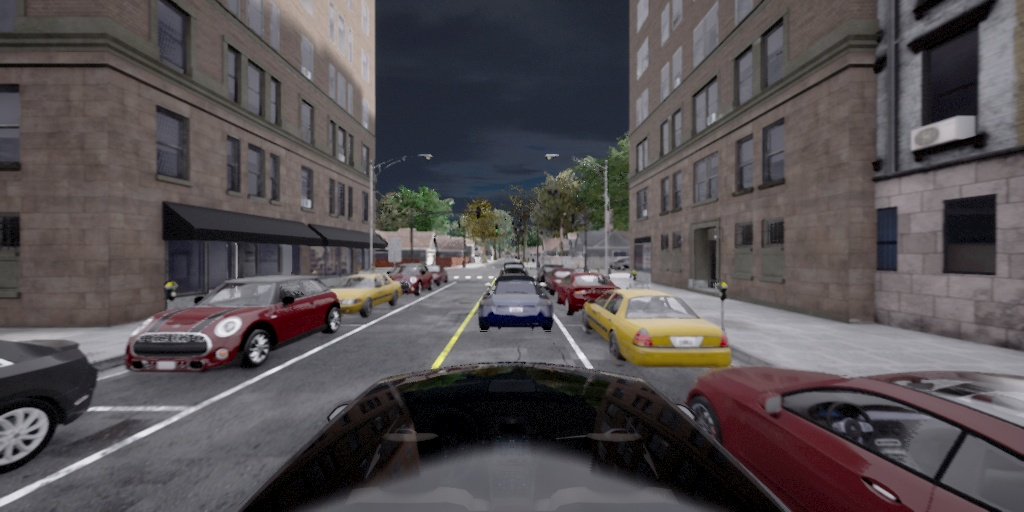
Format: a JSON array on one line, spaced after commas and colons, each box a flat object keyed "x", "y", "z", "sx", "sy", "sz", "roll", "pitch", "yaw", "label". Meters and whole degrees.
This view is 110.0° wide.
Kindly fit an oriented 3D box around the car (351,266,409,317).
[{"x": -5.379, "y": 1.236, "z": 12.926, "sx": 1.751, "sy": 1.417, "sz": 4.829, "roll": 0, "pitch": 0, "yaw": 0, "label": "car"}]

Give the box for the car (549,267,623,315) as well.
[{"x": 2.646, "y": 1.256, "z": 13.092, "sx": 1.888, "sy": 1.381, "sz": 4.507, "roll": 0, "pitch": 0, "yaw": 0, "label": "car"}]

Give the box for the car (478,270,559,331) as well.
[{"x": 0.104, "y": 1.282, "z": 10.852, "sx": 1.994, "sy": 1.385, "sz": 4.181, "roll": 0, "pitch": 0, "yaw": 0, "label": "car"}]

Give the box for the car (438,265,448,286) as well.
[{"x": -5.369, "y": 1.256, "z": 24.134, "sx": 1.802, "sy": 1.307, "sz": 4.207, "roll": 0, "pitch": 0, "yaw": 0, "label": "car"}]

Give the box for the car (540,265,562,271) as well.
[{"x": 2.651, "y": 1.274, "z": 18.610, "sx": 1.802, "sy": 1.307, "sz": 4.207, "roll": 0, "pitch": 0, "yaw": 0, "label": "car"}]

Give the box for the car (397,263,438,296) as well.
[{"x": -5.374, "y": 1.132, "z": 18.615, "sx": 1.967, "sy": 1.591, "sz": 4.097, "roll": 0, "pitch": 0, "yaw": 0, "label": "car"}]

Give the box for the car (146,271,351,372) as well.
[{"x": -5.383, "y": 1.169, "z": 7.577, "sx": 1.967, "sy": 1.591, "sz": 4.097, "roll": 0, "pitch": 0, "yaw": 0, "label": "car"}]

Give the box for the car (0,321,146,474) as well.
[{"x": -5.388, "y": 1.299, "z": 2.059, "sx": 2.007, "sy": 1.370, "sz": 4.403, "roll": 0, "pitch": 0, "yaw": 0, "label": "car"}]

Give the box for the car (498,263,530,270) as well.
[{"x": 0.117, "y": 1.178, "z": 24.204, "sx": 1.837, "sy": 1.490, "sz": 4.892, "roll": 0, "pitch": 0, "yaw": 0, "label": "car"}]

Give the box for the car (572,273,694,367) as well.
[{"x": 2.642, "y": 1.255, "z": 7.744, "sx": 1.751, "sy": 1.417, "sz": 4.829, "roll": 0, "pitch": 0, "yaw": 0, "label": "car"}]

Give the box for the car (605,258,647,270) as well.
[{"x": 14.959, "y": 1.005, "z": 47.092, "sx": 4.892, "sy": 1.490, "sz": 1.837, "roll": 0, "pitch": 0, "yaw": 0, "label": "car"}]

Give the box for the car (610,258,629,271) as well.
[{"x": 14.778, "y": 1.005, "z": 43.834, "sx": 4.902, "sy": 1.511, "sz": 2.128, "roll": 0, "pitch": 0, "yaw": 0, "label": "car"}]

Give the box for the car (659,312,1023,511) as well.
[{"x": 2.637, "y": 1.331, "z": 2.055, "sx": 1.802, "sy": 1.307, "sz": 4.207, "roll": 0, "pitch": 0, "yaw": 0, "label": "car"}]
